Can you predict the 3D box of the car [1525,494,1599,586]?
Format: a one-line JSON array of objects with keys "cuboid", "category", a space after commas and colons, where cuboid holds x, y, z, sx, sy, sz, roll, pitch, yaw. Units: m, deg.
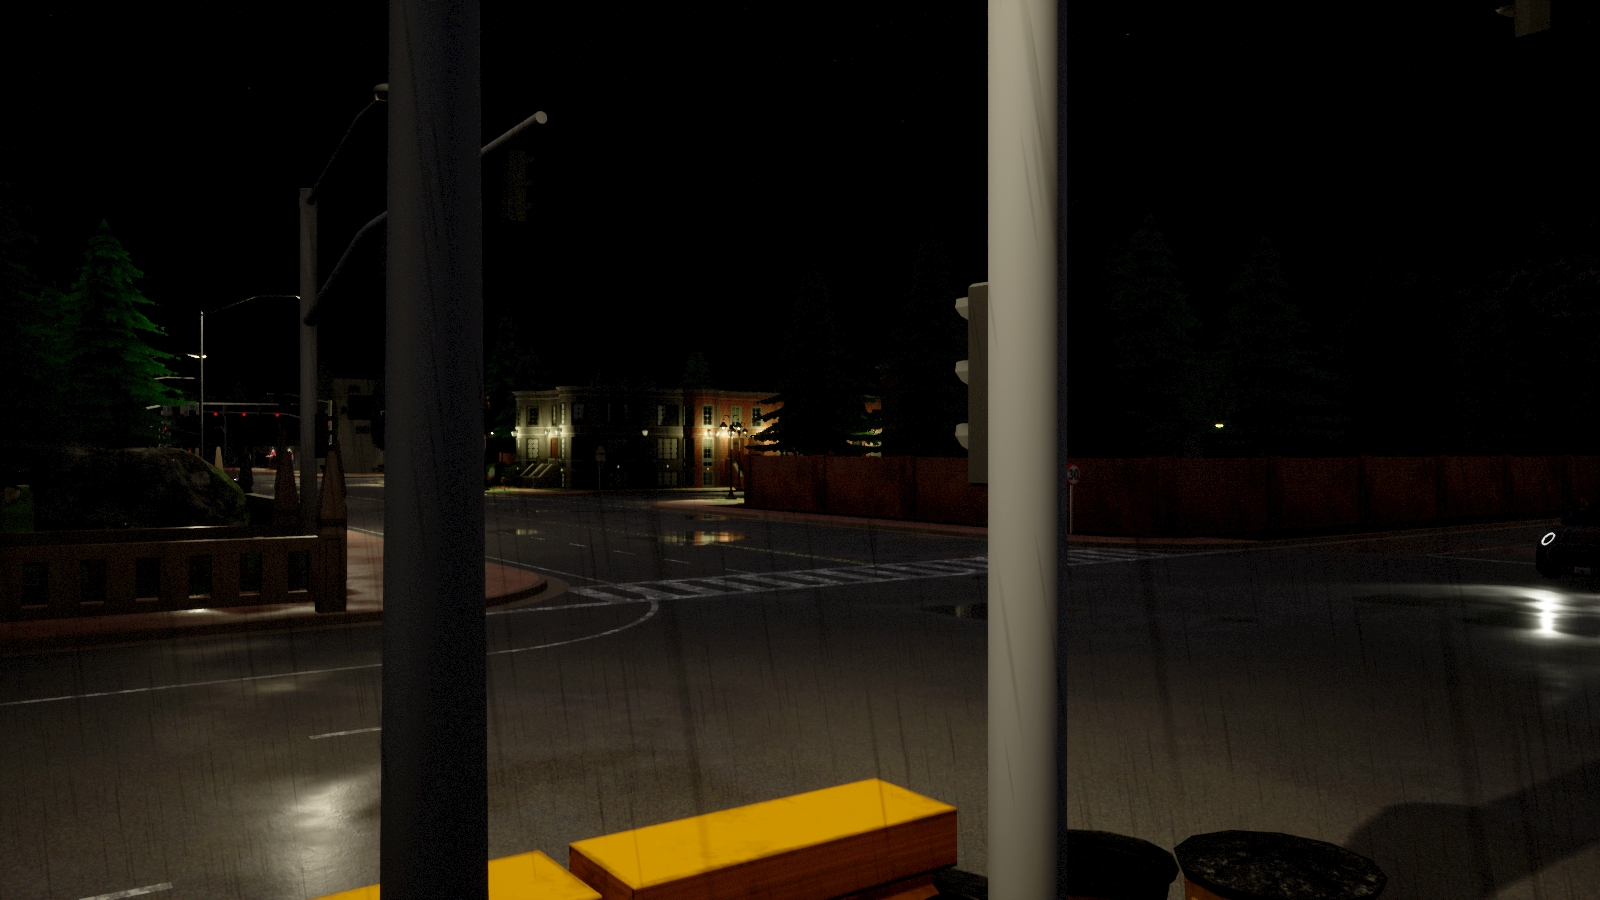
[{"cuboid": [18.010, 1.906, 24.946, 4.553, 1.767, 2.097, 0, 0, -35], "category": "car"}]
